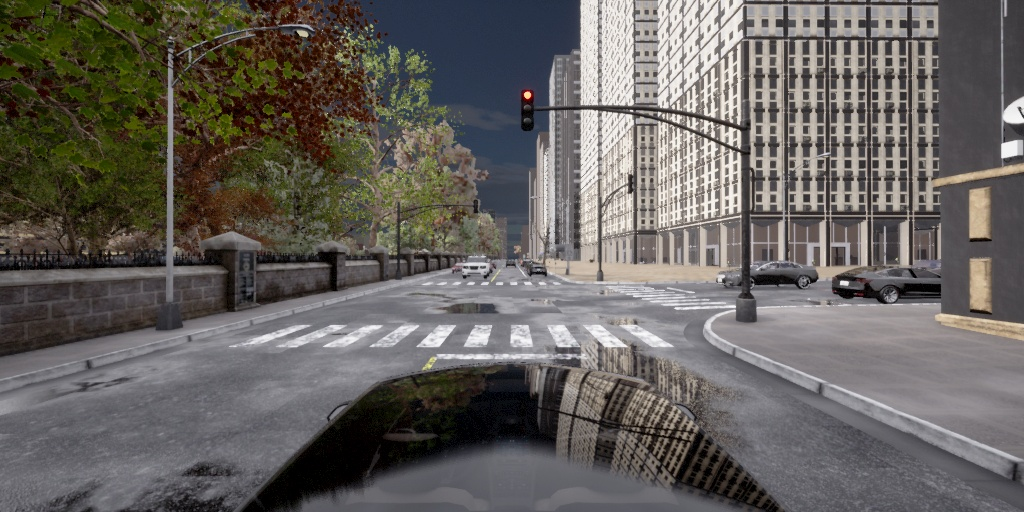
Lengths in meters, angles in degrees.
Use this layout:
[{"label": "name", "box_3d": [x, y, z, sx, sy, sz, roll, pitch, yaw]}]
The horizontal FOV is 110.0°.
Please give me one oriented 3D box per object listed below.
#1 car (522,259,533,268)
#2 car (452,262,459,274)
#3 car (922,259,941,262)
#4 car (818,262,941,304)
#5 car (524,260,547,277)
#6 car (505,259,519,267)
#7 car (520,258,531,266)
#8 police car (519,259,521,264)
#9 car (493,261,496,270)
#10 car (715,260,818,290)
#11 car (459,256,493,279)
[{"label": "car", "box_3d": [2.493, 1.335, 41.709, 1.948, 1.339, 4.313, 0, 0, 0]}, {"label": "car", "box_3d": [-5.888, 1.351, 41.667, 1.802, 1.307, 4.207, 0, 0, 0]}, {"label": "car", "box_3d": [23.474, 0.882, 19.442, 5.357, 1.411, 2.033, -1, 0, -1]}, {"label": "car", "box_3d": [14.630, 1.026, 13.555, 4.313, 1.339, 1.948, 0, 0, -1]}, {"label": "car", "box_3d": [2.521, 1.331, 36.077, 1.948, 1.339, 4.313, 0, 0, 0]}, {"label": "car", "box_3d": [-0.213, 1.299, 65.109, 1.837, 1.490, 4.892, 0, 0, 0]}, {"label": "car", "box_3d": [2.465, 1.340, 47.342, 1.948, 1.339, 4.313, 0, 0, 0]}, {"label": "police car", "box_3d": [2.824, 1.218, 64.501, 1.930, 1.638, 5.238, 0, 0, 0]}, {"label": "car", "box_3d": [-3.290, 1.296, 43.475, 1.812, 1.442, 4.674, 0, 0, 0]}, {"label": "car", "box_3d": [13.656, 0.993, 19.349, 4.902, 1.511, 2.128, -1, 0, 0]}, {"label": "car", "box_3d": [-3.253, 0.985, 33.266, 2.150, 2.045, 5.566, 0, 0, 0]}]
